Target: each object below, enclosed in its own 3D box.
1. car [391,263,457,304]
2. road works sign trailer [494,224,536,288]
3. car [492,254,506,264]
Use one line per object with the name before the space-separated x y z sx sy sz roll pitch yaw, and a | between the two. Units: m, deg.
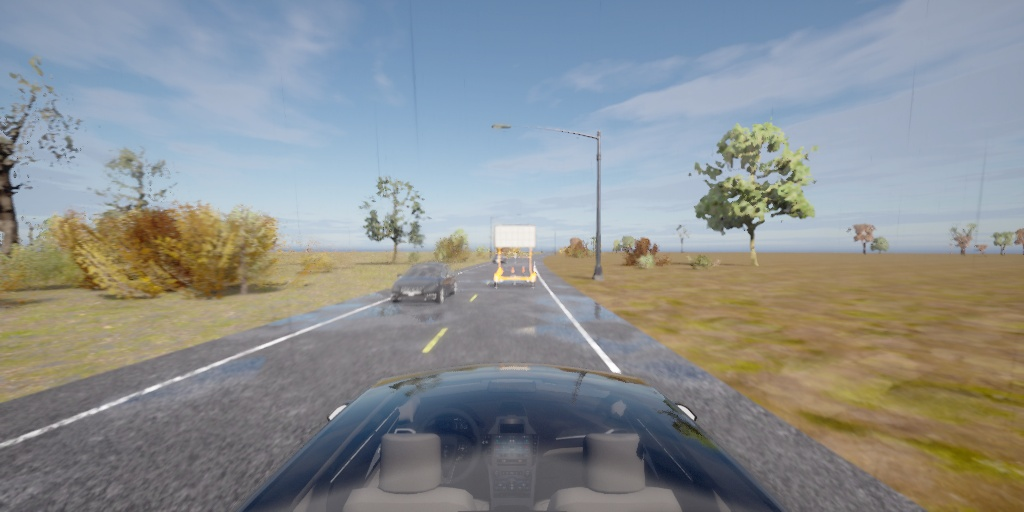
car | -3.479 1.057 14.959 1.837 1.490 4.892 0 1 1
road works sign trailer | 0.187 -0.061 20.751 2.380 3.560 2.880 0 0 2
car | -1.920 0.467 54.546 2.128 1.511 4.902 0 1 4
